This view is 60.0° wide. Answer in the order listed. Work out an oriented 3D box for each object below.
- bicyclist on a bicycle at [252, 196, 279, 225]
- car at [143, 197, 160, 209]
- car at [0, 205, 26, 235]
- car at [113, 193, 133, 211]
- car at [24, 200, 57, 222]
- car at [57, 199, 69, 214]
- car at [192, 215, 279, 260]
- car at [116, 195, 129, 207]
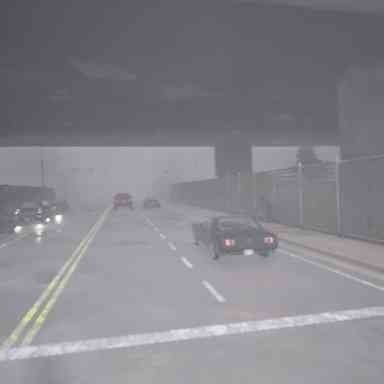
[{"bbox_3d":[3.912,1.041,17.998,1.656,1.620,0.582,-2,1,-12],"label":"bicyclist on a bicycle"},{"bbox_3d":[-5.149,1.349,42.143,1.994,1.385,4.181,-2,1,-11],"label":"car"},{"bbox_3d":[-10.810,1.693,17.646,2.033,1.411,5.357,-2,0,-12],"label":"car"},{"bbox_3d":[-8.298,1.110,40.040,2.150,2.045,5.566,-2,0,-12],"label":"car"},{"bbox_3d":[-12.849,1.473,27.215,2.097,1.767,4.553,-2,0,-12],"label":"car"},{"bbox_3d":[-14.901,1.586,36.976,2.128,1.511,4.902,-2,0,-12],"label":"car"},{"bbox_3d":[1.249,1.465,11.894,1.895,1.301,4.718,-2,0,-11],"label":"car"},{"bbox_3d":[-10.563,1.340,50.449,1.882,1.535,5.008,-2,1,-12],"label":"car"}]
